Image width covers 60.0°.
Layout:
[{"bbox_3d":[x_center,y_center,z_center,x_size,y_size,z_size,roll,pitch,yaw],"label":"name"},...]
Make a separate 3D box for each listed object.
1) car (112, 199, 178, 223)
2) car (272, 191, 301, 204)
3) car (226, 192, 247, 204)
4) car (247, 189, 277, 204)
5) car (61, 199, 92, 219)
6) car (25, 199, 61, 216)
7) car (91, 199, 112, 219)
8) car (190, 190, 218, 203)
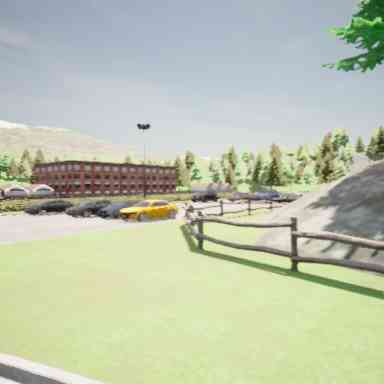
[{"bbox_3d":[-3.125,1.334,24.600,1.882,1.535,5.008,-1,1,37],"label":"car"},{"bbox_3d":[13.602,0.913,46.306,2.033,1.411,5.357,-1,1,38],"label":"car"},{"bbox_3d":[6.931,0.821,49.143,2.097,1.767,4.553,-1,1,38],"label":"car"},{"bbox_3d":[10.709,0.630,48.292,2.150,2.045,5.566,-1,0,38],"label":"car"},{"bbox_3d":[-8.492,1.427,29.102,1.837,1.490,4.892,-1,1,37],"label":"car"},{"bbox_3d":[-14.116,1.500,33.269,1.837,1.490,4.892,-1,1,37],"label":"car"},{"bbox_3d":[-5.626,1.448,27.089,1.994,1.385,4.181,-1,1,37],"label":"car"},{"bbox_3d":[2.082,0.745,54.305,2.150,2.045,5.566,-1,0,38],"label":"car"}]
